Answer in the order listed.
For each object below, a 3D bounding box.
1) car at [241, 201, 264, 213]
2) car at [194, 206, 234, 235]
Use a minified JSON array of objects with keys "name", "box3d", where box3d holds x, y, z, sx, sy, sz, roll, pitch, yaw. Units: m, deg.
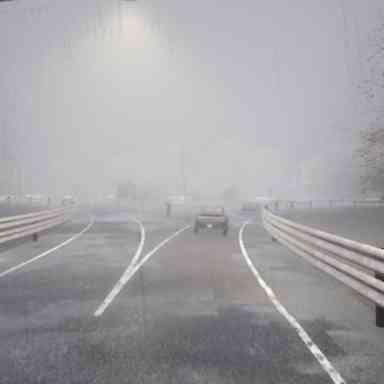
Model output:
[{"name":"car","box3d":[7.790,1.877,42.162,2.033,1.411,5.357,-1,-1,27]},{"name":"car","box3d":[1.364,1.570,19.711,2.128,1.511,4.902,2,0,10]}]
